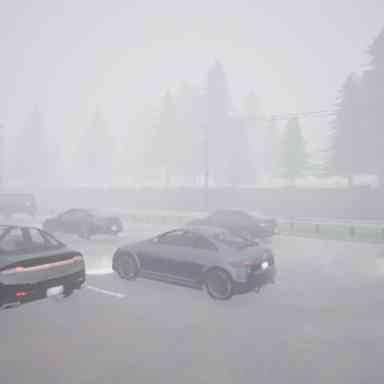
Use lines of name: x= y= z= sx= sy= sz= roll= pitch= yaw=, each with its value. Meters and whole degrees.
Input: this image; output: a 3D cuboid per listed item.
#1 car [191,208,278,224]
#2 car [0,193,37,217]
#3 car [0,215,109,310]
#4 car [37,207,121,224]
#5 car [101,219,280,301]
car: x=1.753 y=1.486 z=15.641 sx=4.674 sy=1.442 sz=1.812 roll=0 pitch=0 yaw=36
car: x=-15.109 y=1.077 z=27.670 sx=5.566 sy=2.045 sz=2.150 roll=1 pitch=0 yaw=36
car: x=-4.297 y=1.453 z=7.058 sx=4.902 sy=1.511 sz=2.128 roll=0 pitch=0 yaw=36
car: x=-5.412 y=1.454 z=16.436 sx=4.674 sy=1.442 sz=1.812 roll=1 pitch=0 yaw=36
car: x=-0.059 y=1.539 z=8.334 sx=4.181 sy=1.385 sz=1.994 roll=0 pitch=0 yaw=36
